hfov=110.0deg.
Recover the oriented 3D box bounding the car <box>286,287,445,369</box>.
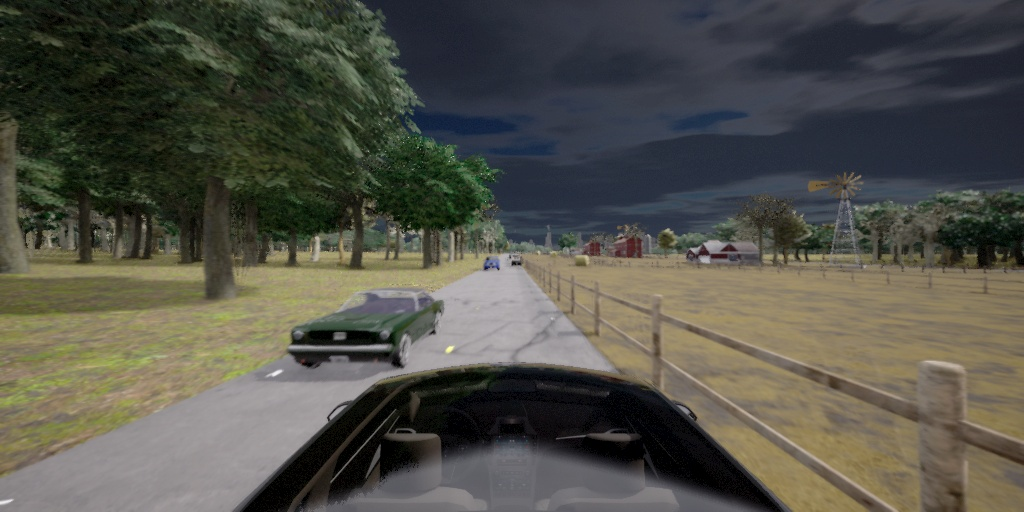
[{"bbox_3d":[-2.853,1.420,8.138,1.895,1.301,4.718,0,-1,0],"label":"car"}]

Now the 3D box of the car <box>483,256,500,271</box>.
[{"bbox_3d":[-2.819,1.031,50.960,2.150,2.045,5.566,0,0,0],"label":"car"}]
